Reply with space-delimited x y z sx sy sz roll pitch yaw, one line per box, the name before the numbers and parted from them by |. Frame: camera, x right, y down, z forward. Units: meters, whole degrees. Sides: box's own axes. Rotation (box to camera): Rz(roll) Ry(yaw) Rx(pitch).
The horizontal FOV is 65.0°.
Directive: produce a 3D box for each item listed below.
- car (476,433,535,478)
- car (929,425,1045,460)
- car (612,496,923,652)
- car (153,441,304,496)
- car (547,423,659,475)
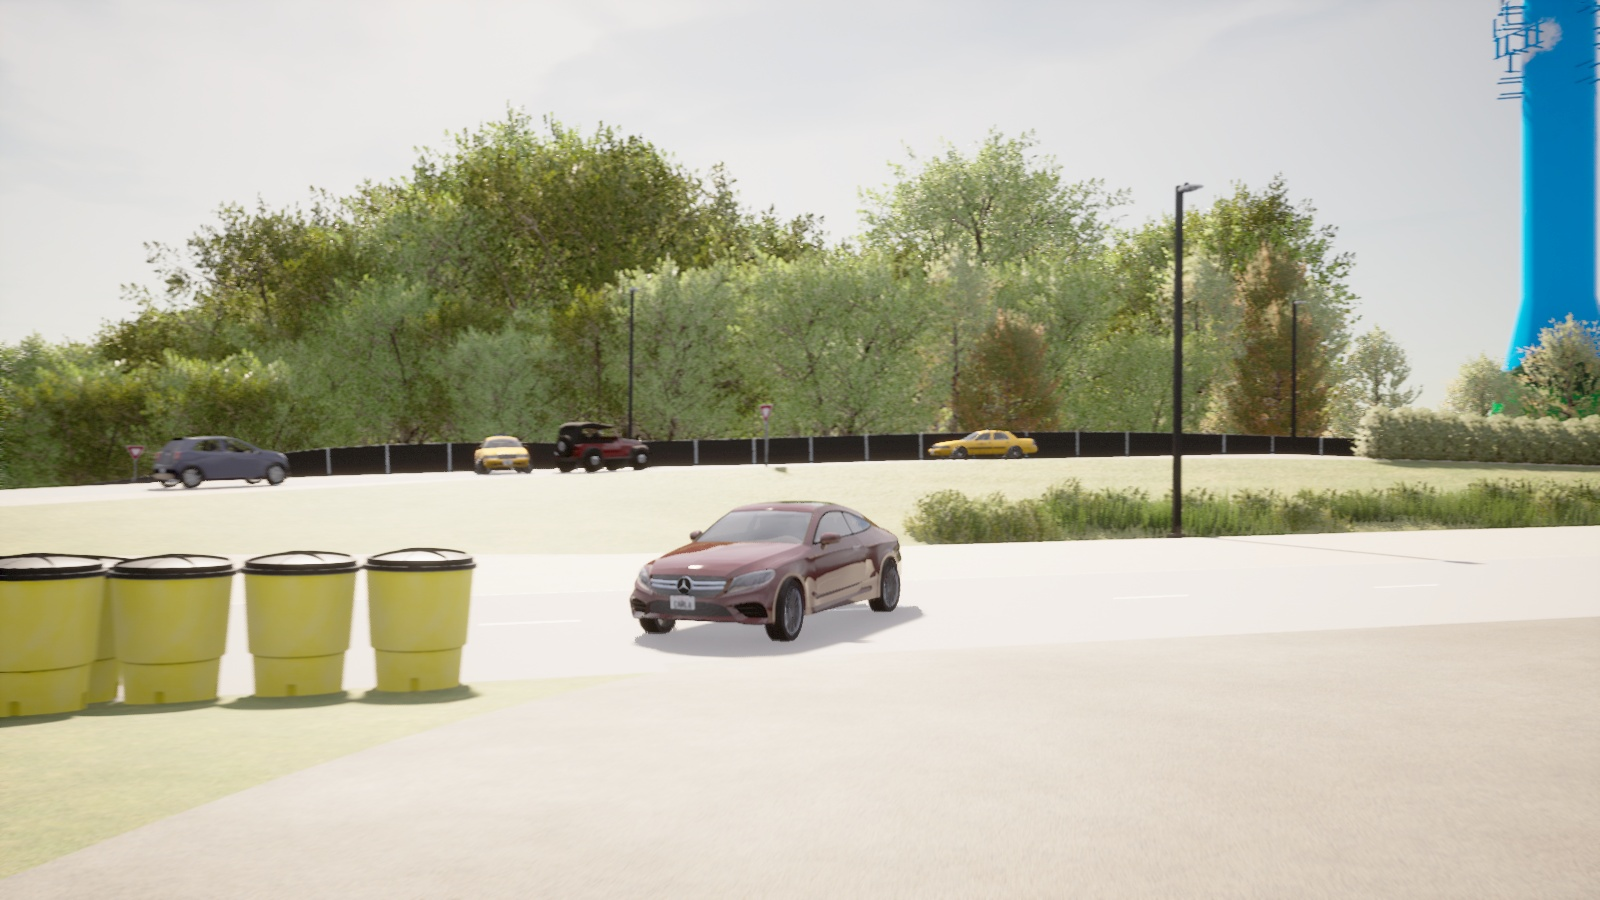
car | -11.540 0.226 48.956 1.801 1.575 5.366 -2 0 -18
car | 9.292 -0.367 62.367 5.366 1.575 1.801 -2 0 -15
car | -0.184 1.364 15.284 1.812 1.442 4.674 -1 -1 26
car | -17.016 0.519 37.504 1.845 1.501 3.633 -1 1 41
car | -7.546 -0.046 48.281 1.905 1.878 3.866 -2 0 42
